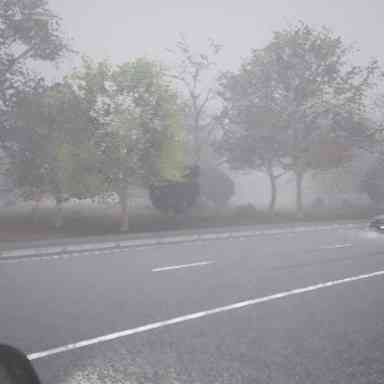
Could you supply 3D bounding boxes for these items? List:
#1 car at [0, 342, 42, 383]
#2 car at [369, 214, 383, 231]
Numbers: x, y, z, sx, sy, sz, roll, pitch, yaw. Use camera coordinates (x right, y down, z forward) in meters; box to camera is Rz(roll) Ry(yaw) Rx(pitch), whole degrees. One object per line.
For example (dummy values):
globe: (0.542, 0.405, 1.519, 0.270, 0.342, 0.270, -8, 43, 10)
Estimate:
car: (-2.853, 1.551, 1.567, 4.181, 1.385, 1.994, 0, 0, -36)
car: (12.693, 1.520, 19.059, 5.357, 1.411, 2.033, 0, 0, -25)
